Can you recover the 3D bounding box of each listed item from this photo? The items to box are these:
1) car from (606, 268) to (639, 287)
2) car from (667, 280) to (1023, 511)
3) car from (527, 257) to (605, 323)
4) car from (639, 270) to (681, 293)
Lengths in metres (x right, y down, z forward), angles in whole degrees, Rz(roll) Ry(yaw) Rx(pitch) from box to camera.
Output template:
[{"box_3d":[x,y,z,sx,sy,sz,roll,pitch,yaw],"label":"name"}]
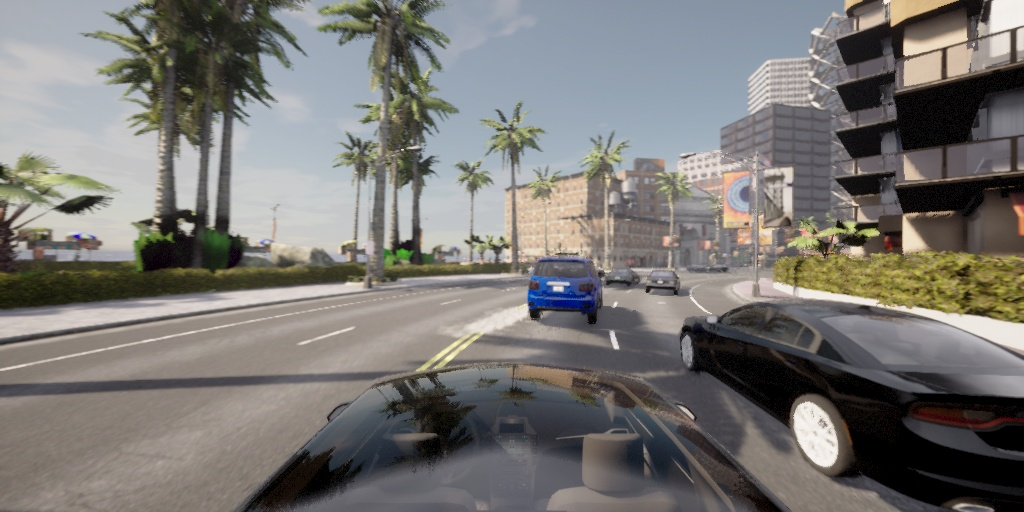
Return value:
[{"box_3d":[8.906,1.637,28.599,1.994,1.385,4.181,0,-1,30],"label":"car"},{"box_3d":[3.942,1.304,4.765,1.882,1.535,5.008,1,0,5],"label":"car"},{"box_3d":[2.075,1.083,12.977,2.150,2.045,5.566,1,-1,16],"label":"car"},{"box_3d":[9.713,1.589,23.020,2.033,1.411,5.357,1,-1,27],"label":"car"}]
